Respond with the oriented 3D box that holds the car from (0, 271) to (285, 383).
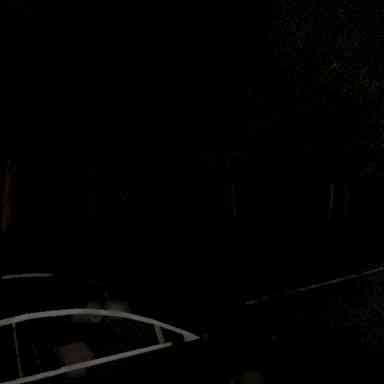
[{"bbox_3d":[-1.245,1.496,2.859,4.902,1.511,2.128,1,0,-36],"label":"car"}]
